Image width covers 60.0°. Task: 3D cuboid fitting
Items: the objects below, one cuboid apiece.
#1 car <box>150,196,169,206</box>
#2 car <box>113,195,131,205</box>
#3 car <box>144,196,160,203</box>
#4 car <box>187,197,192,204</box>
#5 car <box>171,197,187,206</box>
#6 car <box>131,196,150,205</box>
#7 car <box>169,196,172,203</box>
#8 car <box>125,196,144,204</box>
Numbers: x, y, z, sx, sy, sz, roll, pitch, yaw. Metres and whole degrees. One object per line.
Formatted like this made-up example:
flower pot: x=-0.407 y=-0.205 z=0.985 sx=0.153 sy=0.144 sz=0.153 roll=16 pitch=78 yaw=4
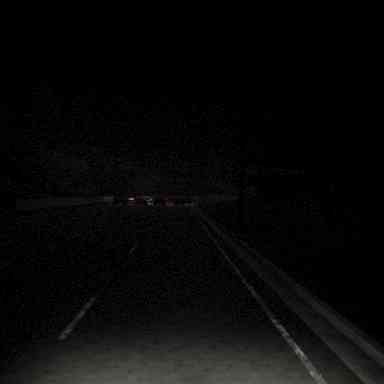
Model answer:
car: x=-5.741 y=1.626 z=59.423 sx=1.882 sy=1.535 sz=5.008 roll=1 pitch=0 yaw=1
car: x=-12.935 y=1.414 z=60.515 sx=2.097 sy=1.767 sz=4.553 roll=1 pitch=0 yaw=0
car: x=-8.429 y=1.603 z=70.516 sx=1.895 sy=1.301 sz=4.718 roll=1 pitch=0 yaw=14
car: x=-1.380 y=1.719 z=69.934 sx=1.812 sy=1.442 sz=4.674 roll=1 pitch=0 yaw=14
car: x=-2.244 y=1.719 z=59.660 sx=1.812 sy=1.442 sz=4.674 roll=1 pitch=0 yaw=0
car: x=-9.231 y=1.709 z=60.322 sx=1.895 sy=1.301 sz=4.718 roll=1 pitch=0 yaw=1
car: x=-5.002 y=1.552 z=69.808 sx=1.837 sy=1.490 sz=4.892 roll=1 pitch=0 yaw=14
car: x=-12.024 y=1.630 z=70.389 sx=2.128 sy=1.511 sz=4.902 roll=1 pitch=0 yaw=14
